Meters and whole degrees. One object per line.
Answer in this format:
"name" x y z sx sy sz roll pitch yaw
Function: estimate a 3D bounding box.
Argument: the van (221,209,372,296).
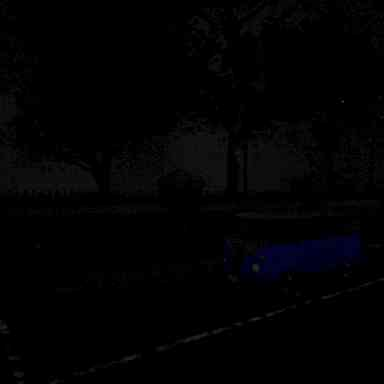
"van" 2.588 1.346 8.379 3.998 1.788 1.690 0 0 -35

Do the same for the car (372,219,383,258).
"car" 7.182 1.591 11.635 4.206 1.307 1.802 0 0 -35
